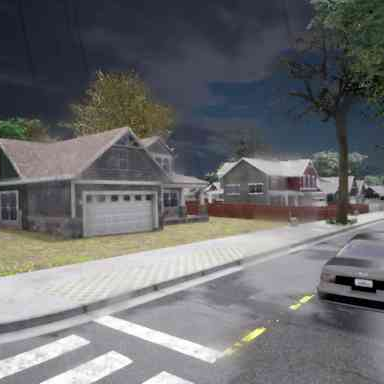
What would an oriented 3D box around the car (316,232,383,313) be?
[{"bbox_3d":[4.562,1.671,7.795,2.033,1.411,5.357,-2,-2,38],"label":"car"}]
